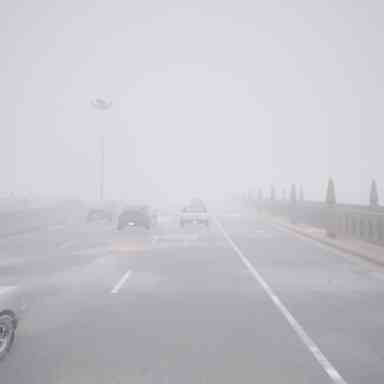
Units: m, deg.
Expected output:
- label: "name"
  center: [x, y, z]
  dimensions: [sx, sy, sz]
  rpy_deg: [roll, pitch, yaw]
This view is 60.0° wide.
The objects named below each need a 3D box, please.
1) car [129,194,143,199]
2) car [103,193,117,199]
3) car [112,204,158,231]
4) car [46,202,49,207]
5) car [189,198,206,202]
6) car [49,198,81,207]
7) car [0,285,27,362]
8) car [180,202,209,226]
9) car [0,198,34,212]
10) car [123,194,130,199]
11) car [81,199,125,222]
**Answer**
- label: "car"
  center: [-12.411, 1.526, 77.145]
  dimensions: [2.128, 1.511, 4.902]
  rpy_deg: [0, 0, 2]
- label: "car"
  center: [-19.361, 1.228, 79.005]
  dimensions: [2.150, 2.045, 5.566]
  rpy_deg: [0, 0, 2]
- label: "car"
  center: [-3.334, 1.505, 20.805]
  dimensions: [1.837, 1.490, 4.892]
  rpy_deg: [0, 0, 1]
- label: "car"
  center: [-16.975, 1.493, 42.809]
  dimensions: [2.128, 1.511, 4.902]
  rpy_deg: [0, 0, 2]
- label: "car"
  center: [0.675, 1.506, 41.457]
  dimensions: [1.837, 1.490, 4.892]
  rpy_deg: [0, 0, 2]
- label: "car"
  center: [-13.649, 1.505, 37.009]
  dimensions: [1.837, 1.490, 4.892]
  rpy_deg: [0, 0, 2]
- label: "car"
  center: [-3.401, 1.601, 2.869]
  dimensions: [1.895, 1.301, 4.718]
  rpy_deg: [0, 0, 0]
- label: "car"
  center: [0.197, 1.602, 23.045]
  dimensions: [1.895, 1.301, 4.718]
  rpy_deg: [0, 0, 1]
- label: "car"
  center: [-20.580, 1.506, 39.326]
  dimensions: [1.837, 1.490, 4.892]
  rpy_deg: [0, 0, 2]
- label: "car"
  center: [-15.762, 1.361, 82.408]
  dimensions: [2.097, 1.767, 4.553]
  rpy_deg: [0, 0, 2]
- label: "car"
  center: [-6.742, 1.526, 25.842]
  dimensions: [1.812, 1.442, 4.674]
  rpy_deg: [0, 0, 1]
